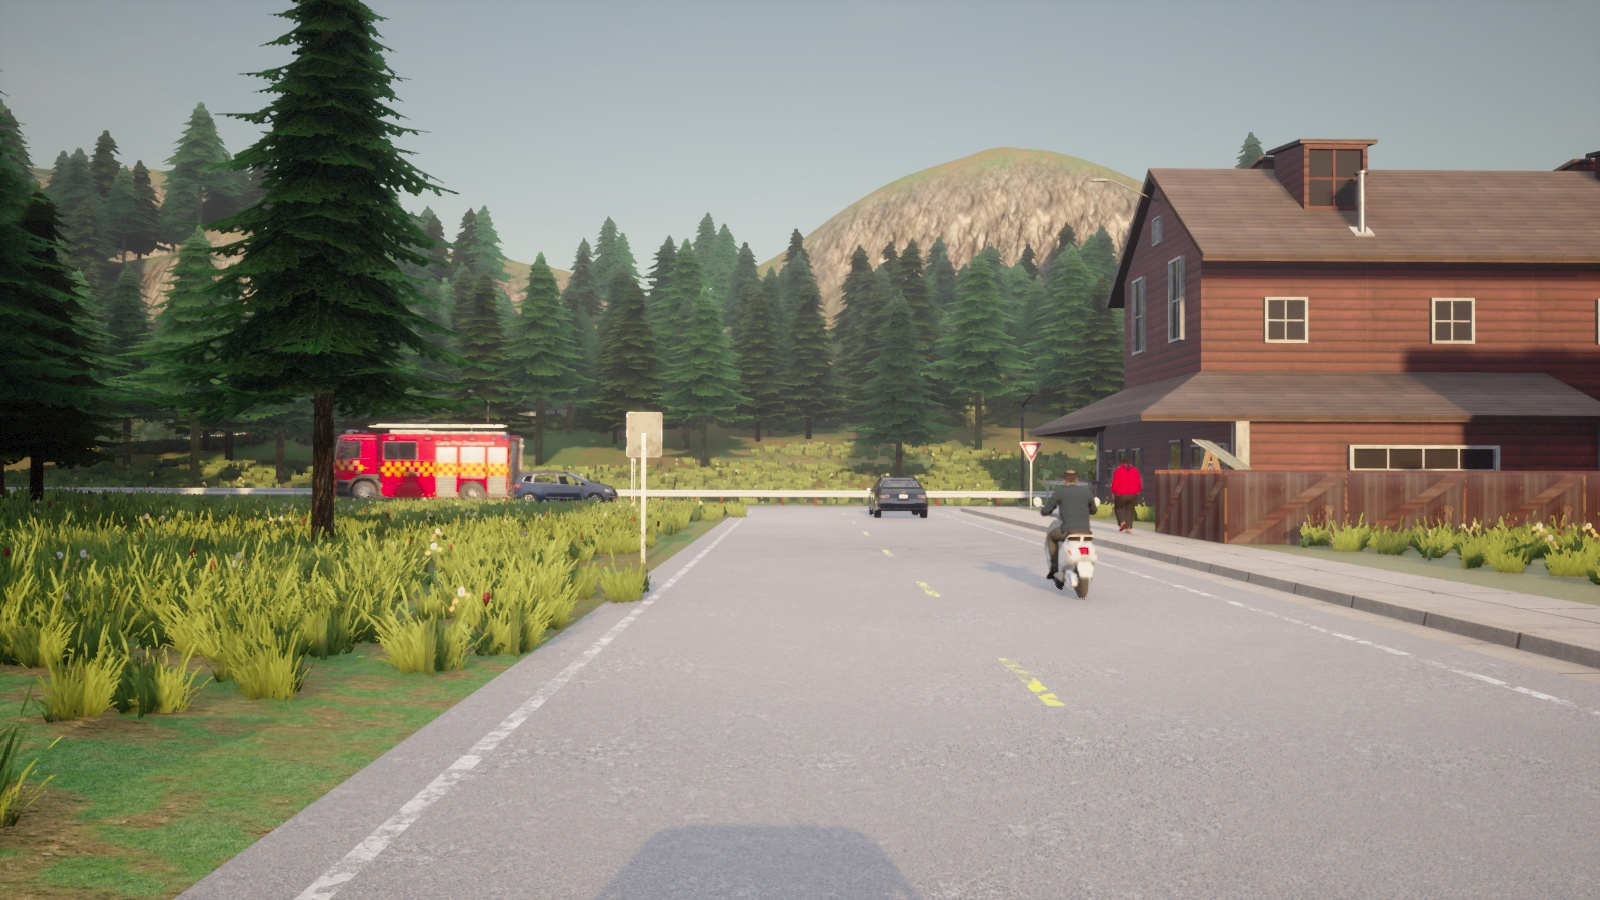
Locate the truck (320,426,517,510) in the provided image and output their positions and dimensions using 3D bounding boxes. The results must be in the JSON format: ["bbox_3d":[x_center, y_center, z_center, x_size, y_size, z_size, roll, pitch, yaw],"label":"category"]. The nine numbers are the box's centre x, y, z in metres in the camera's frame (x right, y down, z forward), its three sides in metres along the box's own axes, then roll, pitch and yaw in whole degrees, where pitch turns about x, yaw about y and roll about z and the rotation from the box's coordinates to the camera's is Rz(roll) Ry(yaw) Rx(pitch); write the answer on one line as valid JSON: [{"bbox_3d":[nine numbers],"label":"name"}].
[{"bbox_3d":[-17.963,0.858,59.486,8.468,3.827,2.891,0,-1,0],"label":"truck"}]

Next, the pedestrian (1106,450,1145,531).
[{"bbox_3d":[7.527,0.926,29.048,0.634,1.844,0.899,0,-1,-1],"label":"pedestrian"}]

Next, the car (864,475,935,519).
[{"bbox_3d":[3.393,1.581,43.687,2.033,1.411,5.357,0,-1,0],"label":"car"}]

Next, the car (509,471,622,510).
[{"bbox_3d":[-10.409,1.779,55.997,4.611,1.667,2.242,0,-1,0],"label":"car"}]

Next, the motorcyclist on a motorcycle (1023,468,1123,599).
[{"bbox_3d":[3.460,1.024,16.099,0.866,1.590,1.817,0,-1,0],"label":"motorcyclist on a motorcycle"}]
